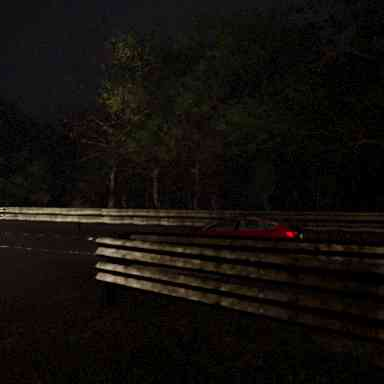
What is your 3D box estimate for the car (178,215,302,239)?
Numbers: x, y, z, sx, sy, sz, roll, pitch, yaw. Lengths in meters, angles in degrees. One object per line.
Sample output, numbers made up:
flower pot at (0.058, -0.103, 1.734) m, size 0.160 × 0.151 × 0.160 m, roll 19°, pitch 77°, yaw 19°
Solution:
car at (1.615, 1.602, 12.371) m, size 4.792 × 1.488 × 2.163 m, roll -1°, pitch 0°, yaw 24°
